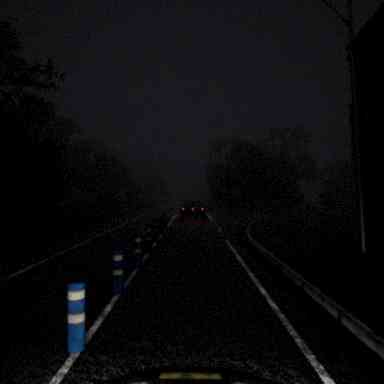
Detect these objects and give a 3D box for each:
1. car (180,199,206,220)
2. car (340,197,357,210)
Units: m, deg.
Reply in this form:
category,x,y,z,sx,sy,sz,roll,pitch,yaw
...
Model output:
category,x,y,z,sx,sy,sz,roll,pitch,yaw
car,0.084,1.421,28.861,2.097,1.767,4.553,0,0,0
car,18.362,1.346,35.728,5.008,1.535,1.882,0,-7,-15
